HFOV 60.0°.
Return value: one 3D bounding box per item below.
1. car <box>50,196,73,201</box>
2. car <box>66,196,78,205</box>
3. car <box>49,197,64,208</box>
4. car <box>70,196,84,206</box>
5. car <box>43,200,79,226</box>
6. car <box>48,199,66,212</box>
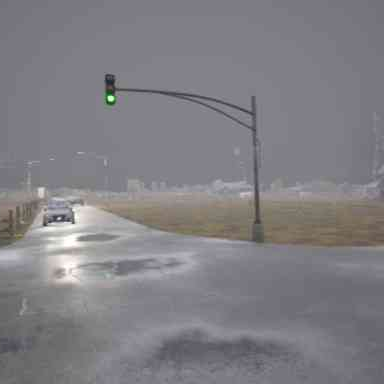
[{"bbox_3d":[-12.706,1.463,31.374,2.128,1.511,4.902,-2,1,-23],"label":"car"},{"bbox_3d":[-21.815,1.469,60.565,1.812,1.442,4.674,-2,0,-23],"label":"car"},{"bbox_3d":[-20.555,1.542,50.409,2.033,1.411,5.357,-2,1,-23],"label":"car"},{"bbox_3d":[-17.720,1.420,51.023,1.837,1.490,4.892,-2,1,-22],"label":"car"},{"bbox_3d":[-9.334,1.535,23.309,1.994,1.385,4.181,-2,1,-23],"label":"car"},{"bbox_3d":[-16.536,1.580,40.592,1.895,1.301,4.718,-2,1,-23],"label":"car"}]
